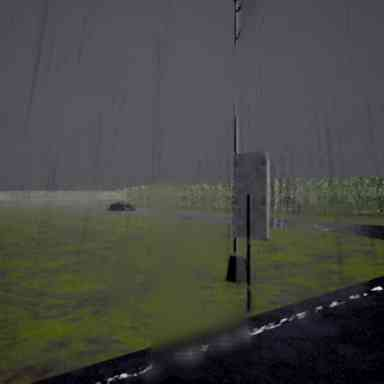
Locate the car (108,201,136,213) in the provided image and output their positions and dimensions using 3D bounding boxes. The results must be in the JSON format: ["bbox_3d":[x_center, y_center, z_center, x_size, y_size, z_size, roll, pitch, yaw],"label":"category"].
[{"bbox_3d":[-8.858,1.828,41.909,1.994,1.385,4.181,0,-1,-40],"label":"car"}]
